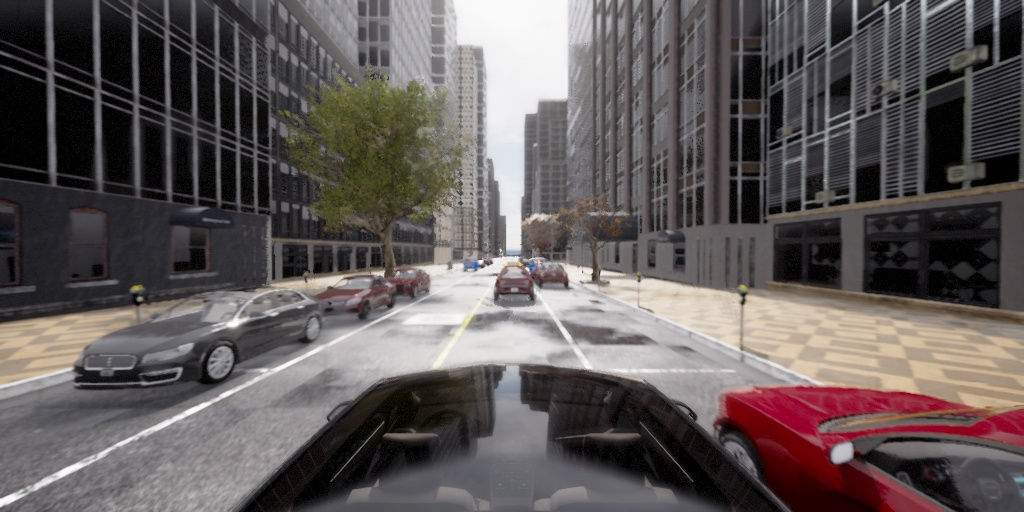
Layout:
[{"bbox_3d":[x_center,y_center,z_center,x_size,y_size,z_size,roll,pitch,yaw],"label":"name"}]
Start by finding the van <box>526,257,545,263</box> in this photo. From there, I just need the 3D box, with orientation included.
[{"bbox_3d":[2.580,1.075,35.166,1.690,1.789,3.998,0,0,0],"label":"van"}]

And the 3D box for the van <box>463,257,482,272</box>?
[{"bbox_3d":[-5.296,1.070,46.435,1.690,1.789,3.998,0,0,0],"label":"van"}]

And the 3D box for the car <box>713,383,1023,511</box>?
[{"bbox_3d":[2.564,1.295,1.274,1.888,1.381,4.507,0,0,0],"label":"car"}]

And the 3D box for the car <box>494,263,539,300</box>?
[{"bbox_3d":[0.107,1.268,17.456,1.812,1.442,4.674,0,0,0],"label":"car"}]

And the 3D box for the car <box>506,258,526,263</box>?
[{"bbox_3d":[0.115,1.211,36.127,1.882,1.535,5.008,0,0,0],"label":"car"}]

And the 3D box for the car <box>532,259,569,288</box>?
[{"bbox_3d":[2.575,1.179,23.869,1.967,1.591,4.097,0,0,0],"label":"car"}]

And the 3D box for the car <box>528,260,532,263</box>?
[{"bbox_3d":[2.577,1.282,29.517,1.888,1.381,4.507,0,0,0],"label":"car"}]

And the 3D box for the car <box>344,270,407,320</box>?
[{"bbox_3d":[-5.311,1.327,12.543,1.802,1.307,4.207,0,0,0],"label":"car"}]

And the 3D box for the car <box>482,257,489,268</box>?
[{"bbox_3d":[-5.291,1.290,57.733,1.948,1.339,4.313,0,0,0],"label":"car"}]

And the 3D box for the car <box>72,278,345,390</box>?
[{"bbox_3d":[-5.314,1.298,6.894,2.007,1.370,4.403,0,0,0],"label":"car"}]

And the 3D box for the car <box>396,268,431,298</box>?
[{"bbox_3d":[-5.309,1.287,18.191,1.888,1.381,4.507,0,0,0],"label":"car"}]
